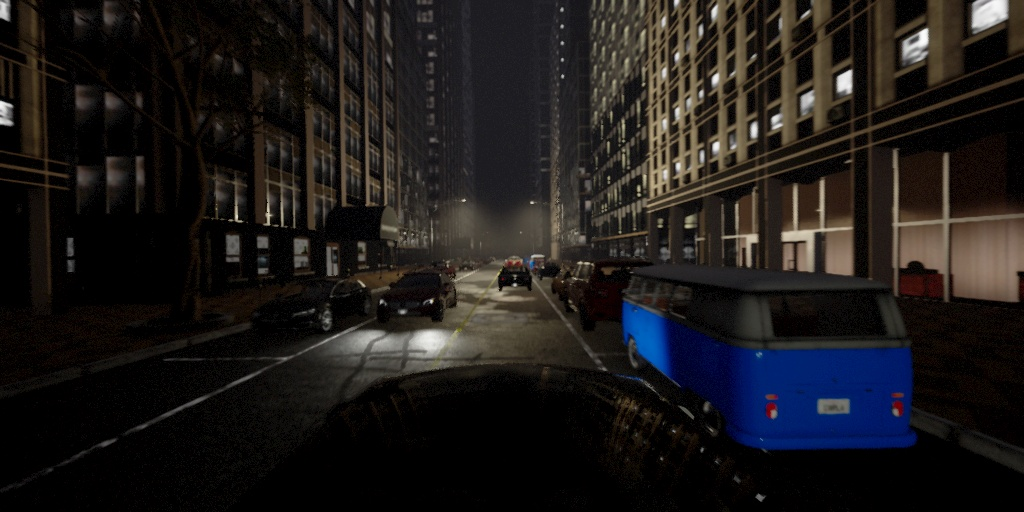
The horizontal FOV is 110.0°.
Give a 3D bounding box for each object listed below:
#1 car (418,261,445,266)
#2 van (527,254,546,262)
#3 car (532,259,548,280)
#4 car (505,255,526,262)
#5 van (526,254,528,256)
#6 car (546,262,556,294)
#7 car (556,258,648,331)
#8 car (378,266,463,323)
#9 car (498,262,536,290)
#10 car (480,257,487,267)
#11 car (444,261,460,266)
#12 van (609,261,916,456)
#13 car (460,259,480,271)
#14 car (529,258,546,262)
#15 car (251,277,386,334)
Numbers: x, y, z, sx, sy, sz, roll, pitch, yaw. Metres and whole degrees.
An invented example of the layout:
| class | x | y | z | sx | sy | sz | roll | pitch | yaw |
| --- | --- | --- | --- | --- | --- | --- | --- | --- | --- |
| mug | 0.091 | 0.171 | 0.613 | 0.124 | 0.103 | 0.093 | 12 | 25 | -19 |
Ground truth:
| class | x | y | z | sx | sy | sz | roll | pitch | yaw |
| --- | --- | --- | --- | --- | --- | --- | --- | --- | --- |
| car | -5.564 | 1.229 | 21.870 | 1.751 | 1.417 | 4.829 | 0 | 0 | 0 |
| van | 2.869 | 0.815 | 39.109 | 1.690 | 1.789 | 3.998 | 0 | 0 | 0 |
| car | 2.834 | 1.103 | 27.713 | 2.007 | 1.370 | 4.403 | 0 | 0 | 0 |
| car | 0.271 | 0.829 | 43.573 | 2.097 | 1.767 | 4.553 | -1 | 0 | 0 |
| van | 2.938 | 0.648 | 61.901 | 1.690 | 1.789 | 3.998 | 0 | 0 | 0 |
| car | 2.800 | 1.152 | 16.483 | 1.751 | 1.417 | 4.829 | 0 | 0 | 0 |
| car | 2.782 | 0.975 | 10.615 | 2.192 | 1.841 | 5.009 | 0 | 0 | 0 |
| car | -3.009 | 1.255 | 12.233 | 1.812 | 1.442 | 4.674 | -1 | 0 | 0 |
| car | 0.183 | 1.231 | 21.281 | 1.895 | 1.301 | 4.718 | -1 | 0 | 1 |
| car | -5.459 | 1.045 | 56.231 | 1.802 | 1.307 | 4.207 | 0 | 0 | 0 |
| car | -5.546 | 1.107 | 27.741 | 1.967 | 1.591 | 4.097 | 0 | 0 | 0 |
| van | 2.764 | 1.035 | 4.916 | 1.690 | 1.789 | 3.998 | 0 | 0 | 0 |
| car | -5.494 | 1.113 | 44.834 | 1.948 | 1.339 | 4.313 | 0 | 0 | 0 |
| car | 2.851 | 1.096 | 33.411 | 1.802 | 1.307 | 4.207 | 0 | 0 | 0 |
| car | -5.598 | 1.325 | 10.644 | 2.007 | 1.370 | 4.403 | 0 | 0 | 0 |
